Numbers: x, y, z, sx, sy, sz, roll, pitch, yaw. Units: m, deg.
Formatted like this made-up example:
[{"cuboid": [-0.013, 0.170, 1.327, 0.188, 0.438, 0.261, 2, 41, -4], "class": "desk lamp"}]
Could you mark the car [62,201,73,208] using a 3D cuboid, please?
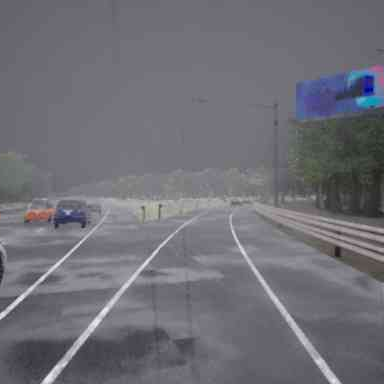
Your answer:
[{"cuboid": [-27.686, 2.832, 74.252, 1.994, 1.385, 4.181, 0, -1, -15], "class": "car"}]

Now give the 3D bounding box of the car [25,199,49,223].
[{"cuboid": [-13.411, 1.798, 30.018, 2.097, 1.767, 4.553, 0, -1, -12], "class": "car"}]

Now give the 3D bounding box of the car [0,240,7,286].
[{"cuboid": [-5.253, 1.286, 5.804, 2.150, 2.045, 5.566, 0, -1, -10], "class": "car"}]

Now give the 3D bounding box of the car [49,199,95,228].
[{"cuboid": [-8.971, 1.579, 25.325, 2.150, 2.045, 5.566, 0, -1, -11], "class": "car"}]

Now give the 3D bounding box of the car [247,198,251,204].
[{"cuboid": [12.086, 1.982, 75.338, 1.812, 1.442, 4.674, 0, 0, 24], "class": "car"}]

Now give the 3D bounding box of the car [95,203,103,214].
[{"cuboid": [-13.571, 2.270, 46.579, 2.033, 1.411, 5.357, 0, -1, -13], "class": "car"}]

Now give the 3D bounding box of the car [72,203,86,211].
[{"cuboid": [-19.863, 2.553, 58.457, 1.895, 1.301, 4.718, 0, -1, -14], "class": "car"}]

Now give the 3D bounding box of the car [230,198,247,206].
[{"cuboid": [9.050, 1.897, 66.910, 2.097, 1.767, 4.553, 0, 0, 19], "class": "car"}]
